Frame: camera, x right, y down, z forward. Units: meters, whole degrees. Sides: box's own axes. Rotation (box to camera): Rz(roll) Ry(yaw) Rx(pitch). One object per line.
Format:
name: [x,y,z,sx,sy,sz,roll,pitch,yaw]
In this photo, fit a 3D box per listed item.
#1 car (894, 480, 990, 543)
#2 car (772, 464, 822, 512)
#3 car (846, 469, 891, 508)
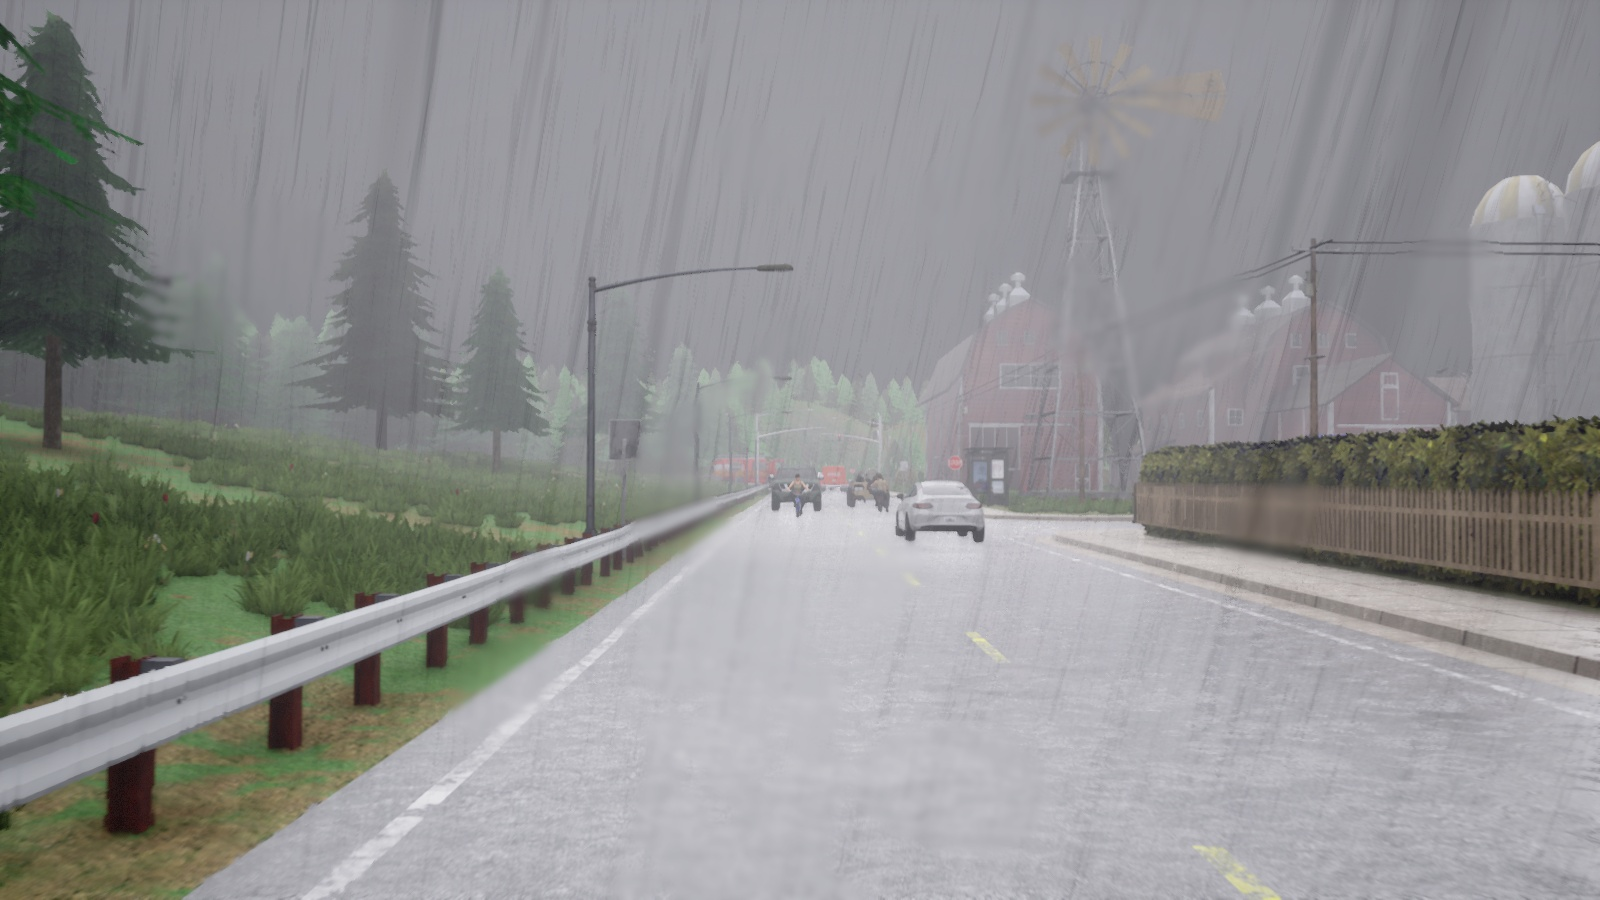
car: [3.424,1.466,30.999,1.812,1.442,4.674,0,-2,0]
car: [-0.139,1.694,56.568,2.150,2.045,5.566,0,-1,0]
car: [3.347,1.888,61.976,1.932,1.855,4.605,0,-1,0]
